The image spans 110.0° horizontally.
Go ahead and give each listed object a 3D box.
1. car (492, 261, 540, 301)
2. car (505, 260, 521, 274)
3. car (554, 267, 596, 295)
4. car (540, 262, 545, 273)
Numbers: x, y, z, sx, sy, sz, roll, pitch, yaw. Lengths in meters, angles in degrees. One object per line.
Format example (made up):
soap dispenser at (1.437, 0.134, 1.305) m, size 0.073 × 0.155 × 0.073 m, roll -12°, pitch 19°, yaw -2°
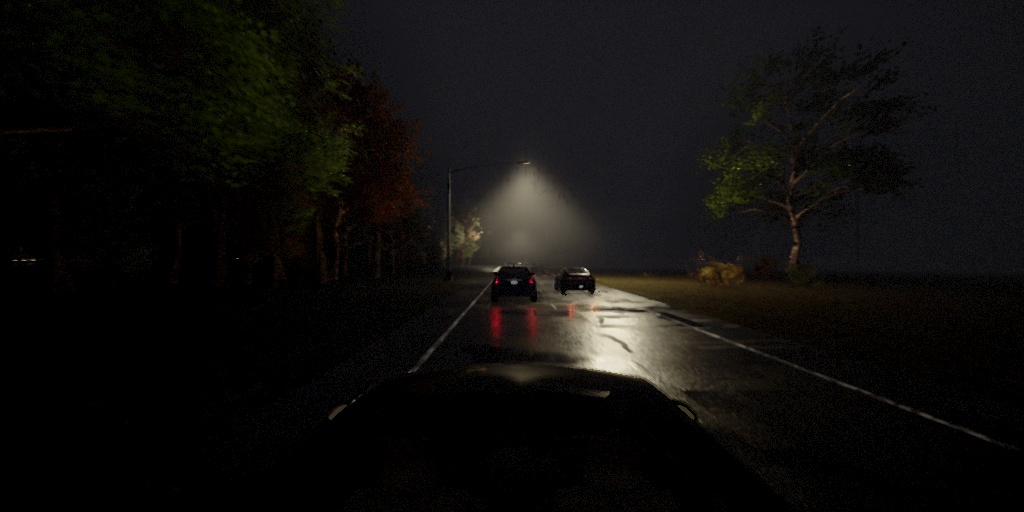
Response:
car at (0.097, 1.248, 18.506) m, size 2.097 × 1.767 × 4.553 m, roll 0°, pitch -1°, yaw 0°
car at (0.094, 1.493, 48.874) m, size 2.097 × 1.767 × 4.553 m, roll 0°, pitch -1°, yaw 0°
car at (3.593, 1.411, 21.078) m, size 2.128 × 1.511 × 4.902 m, roll 0°, pitch 0°, yaw 0°
car at (3.592, 1.647, 50.417) m, size 2.128 × 1.511 × 4.902 m, roll 0°, pitch 0°, yaw 0°
